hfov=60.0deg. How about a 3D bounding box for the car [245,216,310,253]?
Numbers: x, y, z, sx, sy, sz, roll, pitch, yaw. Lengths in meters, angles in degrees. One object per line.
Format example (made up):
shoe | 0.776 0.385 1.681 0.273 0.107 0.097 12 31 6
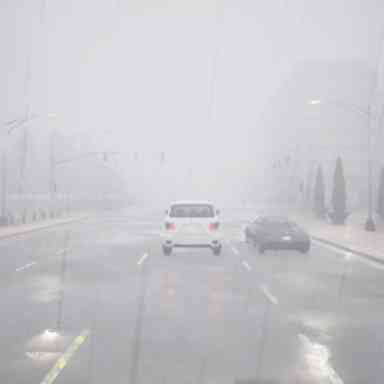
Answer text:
car | 3.505 1.700 14.307 1.994 1.385 4.181 0 0 0

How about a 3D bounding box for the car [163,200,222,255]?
car | 0.003 1.350 14.025 2.150 2.045 5.566 0 0 0
